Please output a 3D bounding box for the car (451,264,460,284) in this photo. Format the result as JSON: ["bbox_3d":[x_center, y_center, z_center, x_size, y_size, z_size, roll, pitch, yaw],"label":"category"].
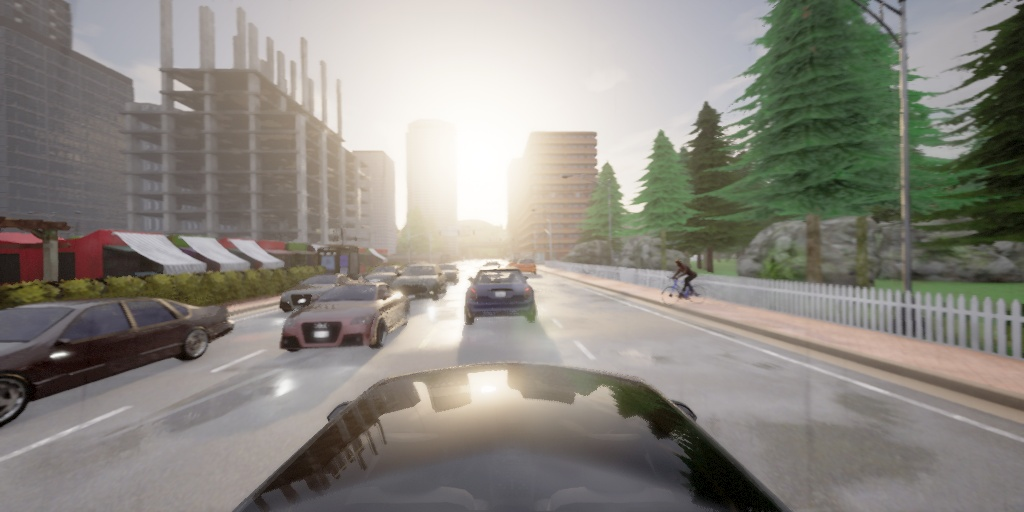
[{"bbox_3d":[-5.091,1.349,27.914,1.837,1.490,4.892,-1,0,-4],"label":"car"}]

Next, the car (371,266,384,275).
[{"bbox_3d":[-8.361,1.402,23.968,2.128,1.511,4.902,-1,0,-3],"label":"car"}]

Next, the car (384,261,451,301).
[{"bbox_3d":[-4.490,1.187,17.836,2.097,1.767,4.553,-1,0,-3],"label":"car"}]

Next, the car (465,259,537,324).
[{"bbox_3d":[-0.451,1.108,12.297,2.097,1.767,4.553,-1,0,-3],"label":"car"}]

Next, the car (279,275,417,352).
[{"bbox_3d":[-3.960,1.390,9.214,1.994,1.385,4.181,-1,0,-3],"label":"car"}]

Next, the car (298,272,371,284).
[{"bbox_3d":[-7.826,1.466,15.155,1.994,1.385,4.181,-1,0,-3],"label":"car"}]

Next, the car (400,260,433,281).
[{"bbox_3d":[-8.937,1.273,33.866,2.097,1.767,4.553,-1,0,-3],"label":"car"}]

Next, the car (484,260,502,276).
[{"bbox_3d":[-2.152,1.290,39.710,1.837,1.490,4.892,-1,1,-3],"label":"car"}]

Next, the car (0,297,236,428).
[{"bbox_3d":[-7.268,1.440,5.968,2.033,1.411,5.357,-1,0,-3],"label":"car"}]

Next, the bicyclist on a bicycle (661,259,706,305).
[{"bbox_3d":[6.094,0.934,12.743,1.656,1.620,0.582,-2,0,-3],"label":"bicyclist on a bicycle"}]
